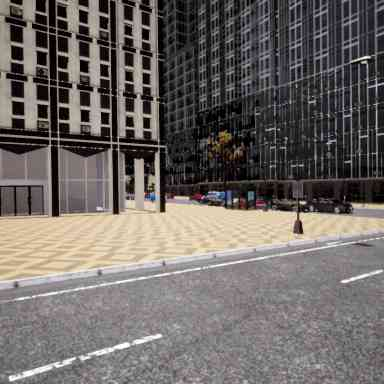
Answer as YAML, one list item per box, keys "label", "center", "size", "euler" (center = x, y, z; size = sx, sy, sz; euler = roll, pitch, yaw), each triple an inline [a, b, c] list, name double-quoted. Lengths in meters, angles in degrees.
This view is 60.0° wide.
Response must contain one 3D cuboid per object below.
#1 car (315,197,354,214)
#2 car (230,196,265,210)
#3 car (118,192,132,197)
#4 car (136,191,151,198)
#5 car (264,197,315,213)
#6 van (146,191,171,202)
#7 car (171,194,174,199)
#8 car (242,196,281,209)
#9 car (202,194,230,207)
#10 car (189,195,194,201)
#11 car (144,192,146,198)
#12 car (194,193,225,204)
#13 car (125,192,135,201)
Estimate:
- label: "car"
  center: [13.997, 1.339, 34.046]
  size: [1.837, 1.490, 4.892]
  euler: [-1, 1, -35]
- label: "car"
  center: [6.923, 1.382, 39.559]
  size: [1.802, 1.307, 4.206]
  euler: [-1, 1, -35]
- label: "car"
  center: [-18.355, 0.681, 91.162]
  size: [2.008, 1.369, 4.403]
  euler: [-1, 1, -35]
- label: "car"
  center: [-11.902, 0.678, 81.804]
  size: [1.967, 1.590, 4.097]
  euler: [-1, 1, -35]
- label: "car"
  center: [10.136, 1.418, 34.868]
  size: [1.947, 1.339, 4.313]
  euler: [-1, 1, -35]
- label: "van"
  center: [-5.892, 0.931, 58.332]
  size: [1.690, 1.788, 3.998]
  euler: [-1, 1, -35]
- label: "car"
  center: [-5.447, 0.928, 72.449]
  size: [1.802, 1.307, 4.206]
  euler: [-1, 1, -35]
- label: "car"
  center: [8.649, 1.254, 41.801]
  size: [1.837, 1.490, 4.892]
  euler: [-1, 1, -34]
- label: "car"
  center: [3.744, 1.314, 44.270]
  size: [1.947, 1.339, 4.313]
  euler: [-1, 1, -35]
- label: "car"
  center: [1.007, 1.036, 63.091]
  size: [1.802, 1.307, 4.206]
  euler: [-1, 1, -35]
- label: "car"
  center: [-8.675, 0.607, 77.124]
  size: [2.192, 1.841, 5.009]
  euler: [-1, 1, -35]
- label: "car"
  center: [2.813, 1.256, 50.280]
  size: [1.895, 1.301, 4.718]
  euler: [-1, 1, -35]
- label: "car"
  center: [-12.346, 1.034, 67.692]
  size: [2.008, 1.369, 4.403]
  euler: [0, 1, -35]
